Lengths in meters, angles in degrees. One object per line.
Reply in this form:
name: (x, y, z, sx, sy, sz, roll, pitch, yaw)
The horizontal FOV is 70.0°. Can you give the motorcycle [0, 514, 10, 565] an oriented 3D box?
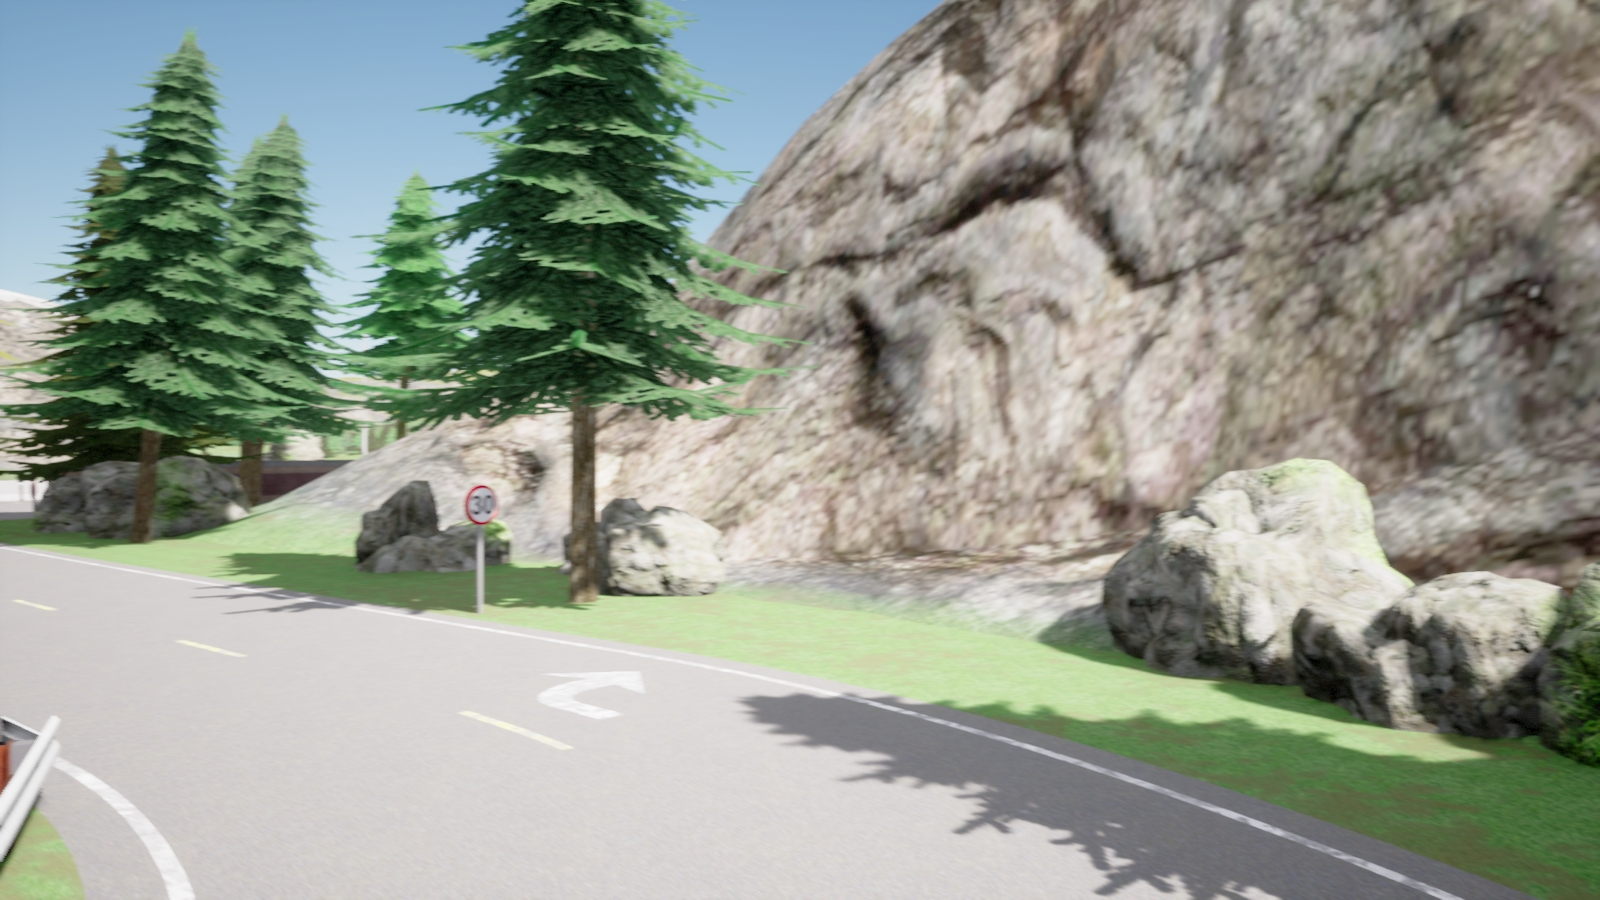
motorcycle: (-21.016, 2.258, 29.154, 2.209, 1.251, 0.867, 0, 0, 41)
